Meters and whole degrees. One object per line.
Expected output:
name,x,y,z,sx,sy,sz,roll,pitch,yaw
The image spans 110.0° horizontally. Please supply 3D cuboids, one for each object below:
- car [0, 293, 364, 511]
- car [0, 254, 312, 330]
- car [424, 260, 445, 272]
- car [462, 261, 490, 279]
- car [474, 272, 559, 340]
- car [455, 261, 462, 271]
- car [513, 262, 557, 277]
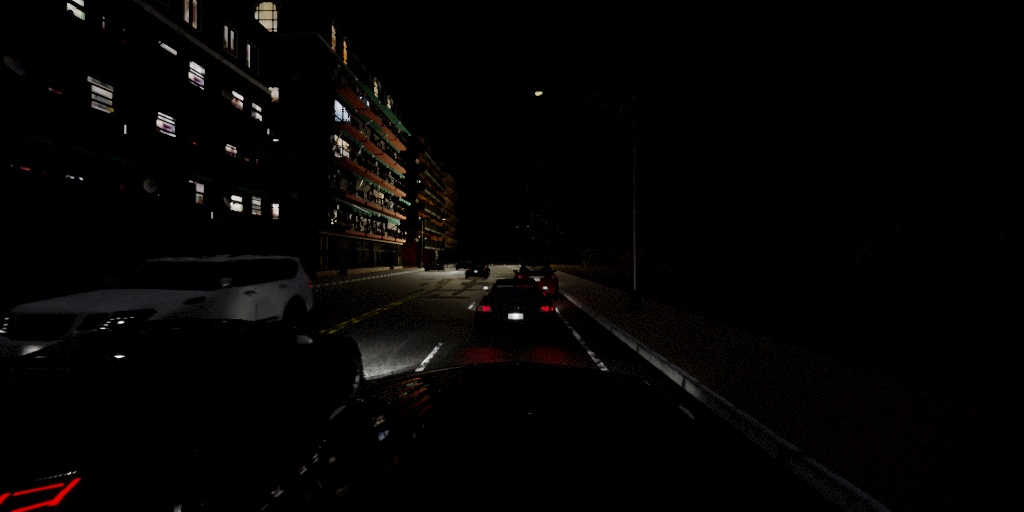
car,-3.151,1.314,3.571,1.994,1.385,4.181,0,0,0
car,-6.599,0.972,7.705,2.150,2.045,5.566,0,0,0
car,-9.833,1.276,45.667,1.812,1.442,4.674,0,0,0
car,-3.139,1.315,33.109,1.994,1.385,4.181,0,0,0
car,0.097,1.315,10.007,1.994,1.385,4.181,0,0,0
car,-6.582,1.351,49.216,1.895,1.301,4.718,0,0,0
car,1.143,1.103,18.587,2.097,1.767,4.553,0,0,0
